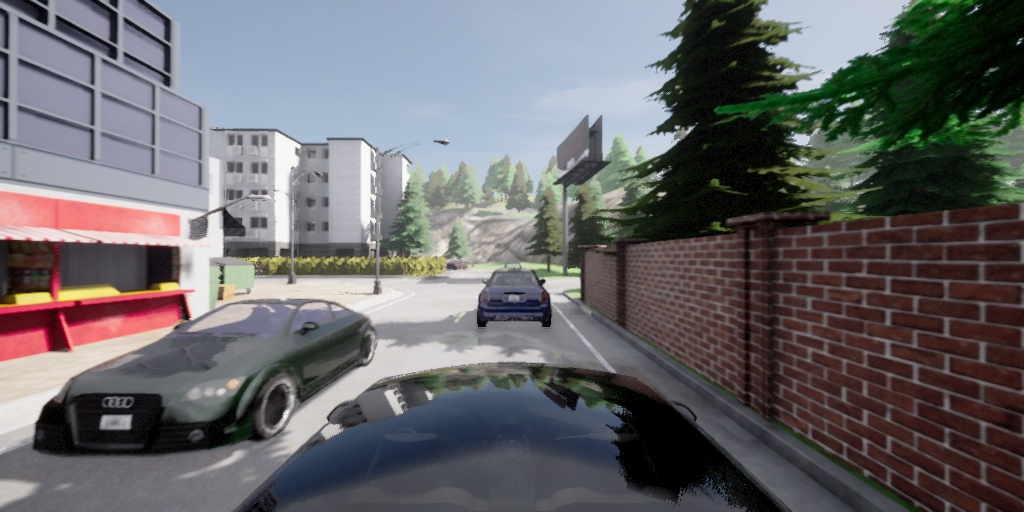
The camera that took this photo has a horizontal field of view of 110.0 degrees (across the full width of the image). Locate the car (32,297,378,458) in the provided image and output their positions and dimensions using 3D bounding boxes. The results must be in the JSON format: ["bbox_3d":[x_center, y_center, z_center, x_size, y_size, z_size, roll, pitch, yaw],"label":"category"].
[{"bbox_3d":[-3.588,1.332,5.245,1.994,1.385,4.181,0,0,0],"label":"car"}]

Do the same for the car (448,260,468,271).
[{"bbox_3d":[-8.634,1.377,56.833,2.097,1.767,4.553,0,0,-27],"label":"car"}]

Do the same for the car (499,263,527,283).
[{"bbox_3d":[0.087,1.359,30.570,2.128,1.511,4.902,0,-1,0],"label":"car"}]

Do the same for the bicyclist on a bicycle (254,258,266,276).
[{"bbox_3d":[-23.049,1.030,32.852,0.582,1.620,1.656,0,0,-1],"label":"bicyclist on a bicycle"}]

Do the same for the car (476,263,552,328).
[{"bbox_3d":[0.072,1.152,11.734,2.097,1.767,4.553,0,0,0],"label":"car"}]
